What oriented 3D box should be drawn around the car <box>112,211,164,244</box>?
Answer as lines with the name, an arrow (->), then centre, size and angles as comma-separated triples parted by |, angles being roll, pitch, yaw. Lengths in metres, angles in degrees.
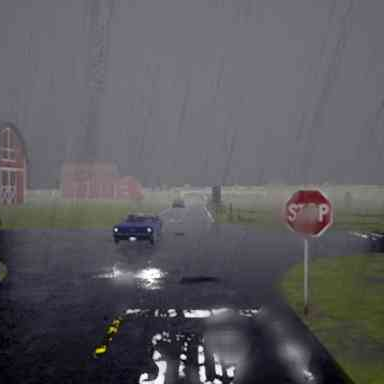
car -> -2.524, 1.674, 16.455 | 1.895, 1.301, 4.718 | 1, 1, 1

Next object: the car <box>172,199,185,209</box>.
car -> -2.058, 1.802, 51.589 | 2.033, 1.411, 5.357 | 0, 0, 1
